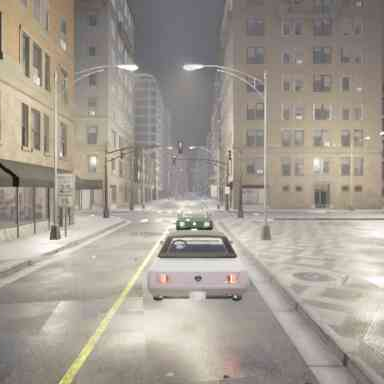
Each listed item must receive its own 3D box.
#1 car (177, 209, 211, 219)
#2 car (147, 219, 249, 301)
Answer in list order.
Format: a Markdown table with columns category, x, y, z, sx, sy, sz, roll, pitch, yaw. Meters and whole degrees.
| category | x | y | z | sx | sy | sz | roll | pitch | yaw |
| --- | --- | --- | --- | --- | --- | --- | --- | --- | --- |
| car | 0.125 | 1.600 | 18.515 | 1.895 | 1.301 | 4.718 | 0 | 0 | 0 |
| car | 0.111 | 1.601 | 8.280 | 1.895 | 1.301 | 4.718 | 0 | 0 | 0 |
